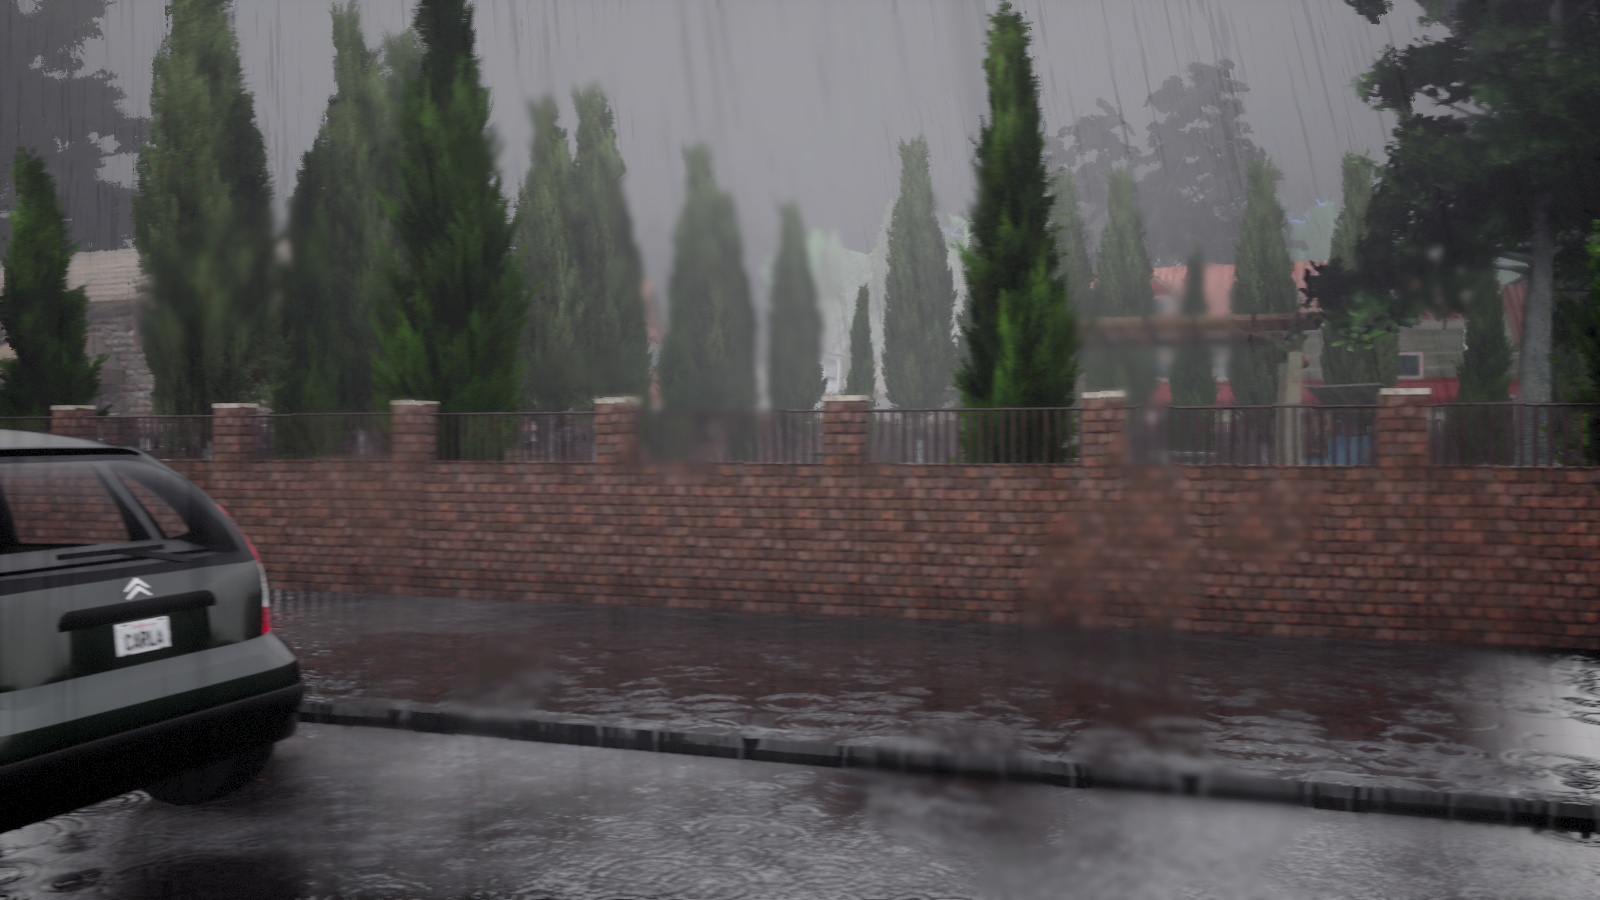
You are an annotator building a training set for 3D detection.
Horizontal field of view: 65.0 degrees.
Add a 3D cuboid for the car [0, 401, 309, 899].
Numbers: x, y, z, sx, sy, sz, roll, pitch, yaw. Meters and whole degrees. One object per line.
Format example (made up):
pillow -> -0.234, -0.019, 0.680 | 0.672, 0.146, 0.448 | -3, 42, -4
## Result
car -> -4.304, 0.626, 5.168 | 3.988, 1.617, 1.851 | 1, 1, 19
